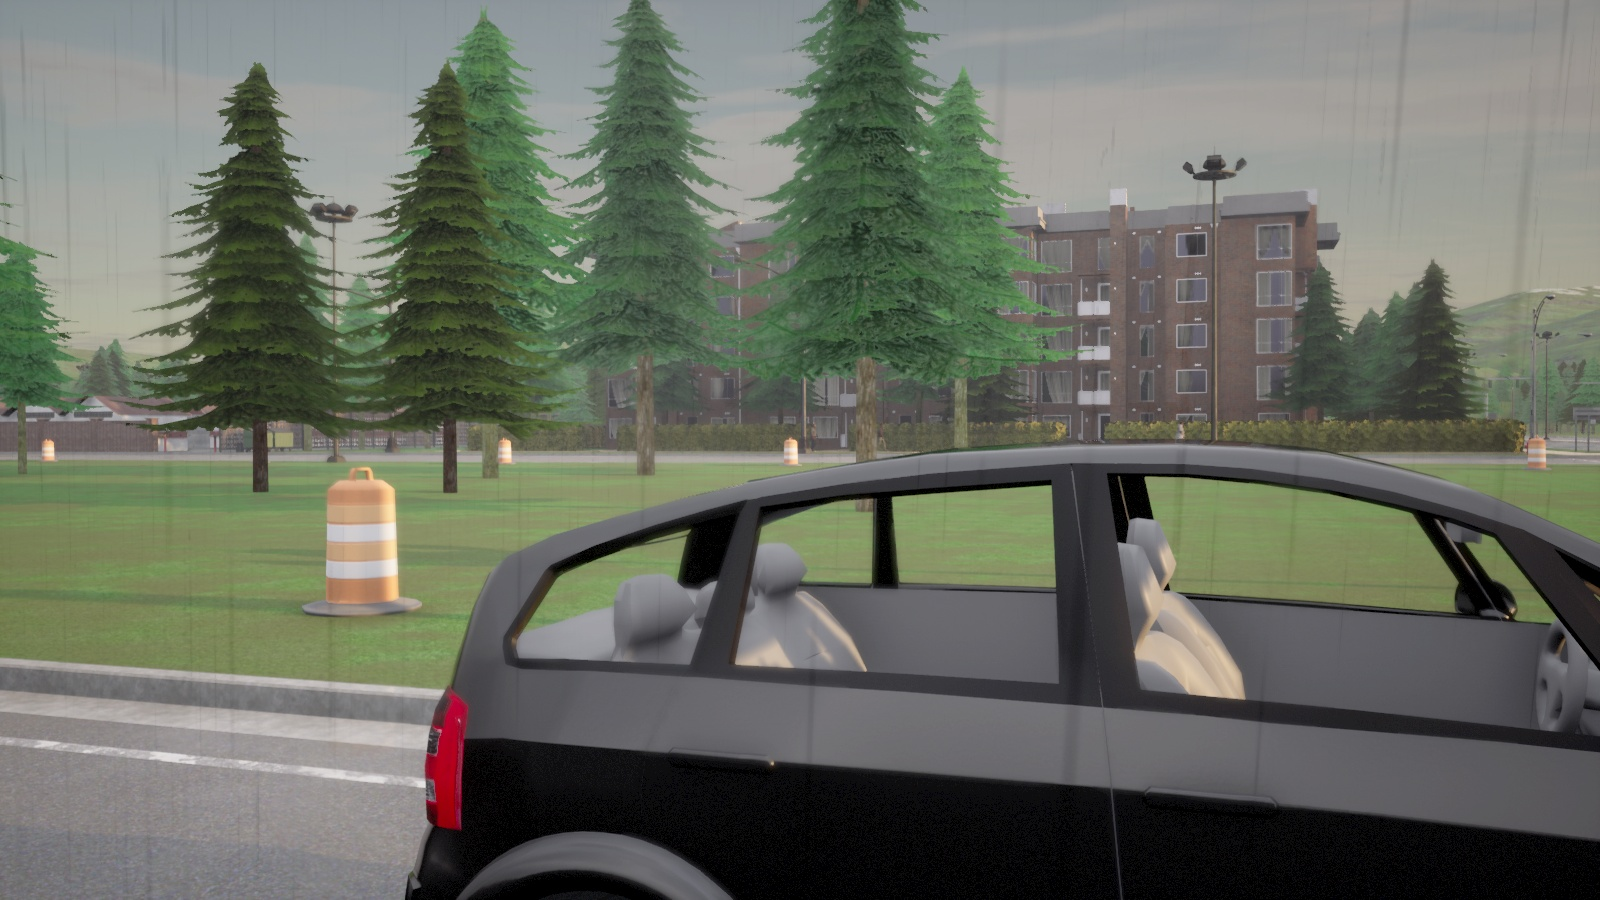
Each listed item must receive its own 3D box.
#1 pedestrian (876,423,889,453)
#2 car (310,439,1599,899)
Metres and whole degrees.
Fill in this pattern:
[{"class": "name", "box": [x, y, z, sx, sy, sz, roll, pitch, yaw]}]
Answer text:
[{"class": "pedestrian", "box": [5.105, -0.770, 77.985, 0.703, 1.840, 0.431, 1, 1, 23]}, {"class": "car", "box": [1.036, 0.764, 2.844, 3.705, 1.549, 1.789, 0, 1, 19]}]
